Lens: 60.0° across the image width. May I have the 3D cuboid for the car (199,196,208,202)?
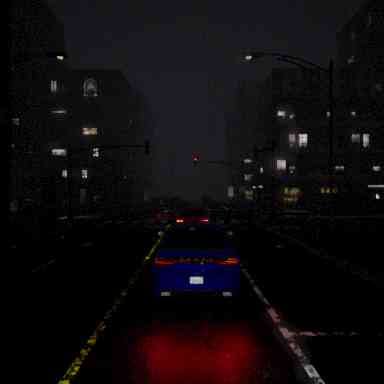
[{"bbox_3d":[2.583,1.607,74.582,1.802,1.307,4.206,0,0,0],"label":"car"}]

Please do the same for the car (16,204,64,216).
[{"bbox_3d":[-14.641,1.811,32.105,4.181,1.385,1.994,-1,0,0],"label":"car"}]

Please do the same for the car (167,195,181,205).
[{"bbox_3d":[-3.163,1.366,58.692,2.097,1.767,4.553,0,0,0],"label":"car"}]

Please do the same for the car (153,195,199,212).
[{"bbox_3d":[-1.766,1.497,38.626,2.128,1.511,4.902,-1,0,34],"label":"car"}]

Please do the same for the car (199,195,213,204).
[{"bbox_3d":[2.607,1.454,57.535,1.967,1.590,4.097,0,0,0],"label":"car"}]

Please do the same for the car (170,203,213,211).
[{"bbox_3d":[0.072,1.525,17.952,1.812,1.442,4.674,0,0,1],"label":"car"}]

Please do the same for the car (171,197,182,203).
[{"bbox_3d":[-3.109,1.621,68.201,1.895,1.301,4.718,0,0,0],"label":"car"}]

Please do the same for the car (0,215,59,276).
[{"bbox_3d":[-5.755,1.581,9.815,1.802,1.307,4.206,0,0,0],"label":"car"}]

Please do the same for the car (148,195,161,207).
[{"bbox_3d":[-5.765,1.577,51.838,1.947,1.339,4.313,0,0,0],"label":"car"}]

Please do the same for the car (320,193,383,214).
[{"bbox_3d":[14.651,1.027,29.805,5.009,1.841,2.192,-1,1,-1],"label":"car"}]

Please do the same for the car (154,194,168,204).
[{"bbox_3d":[-5.782,1.332,63.203,2.192,1.841,5.009,0,0,0],"label":"car"}]

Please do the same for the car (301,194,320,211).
[{"bbox_3d":[14.732,1.203,35.614,4.892,1.490,1.837,-1,0,-1],"label":"car"}]

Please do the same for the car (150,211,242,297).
[{"bbox_3d":[0.090,1.477,8.612,1.882,1.535,5.008,0,0,0],"label":"car"}]

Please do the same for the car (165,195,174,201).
[{"bbox_3d":[-5.814,1.475,85.934,1.967,1.590,4.097,0,0,0],"label":"car"}]

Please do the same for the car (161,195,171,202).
[{"bbox_3d":[-5.798,1.465,74.568,1.967,1.590,4.097,0,0,0],"label":"car"}]

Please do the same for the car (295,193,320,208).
[{"bbox_3d":[14.505,1.012,38.183,5.009,1.841,2.192,-1,1,-1],"label":"car"}]

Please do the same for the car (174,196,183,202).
[{"bbox_3d":[-3.114,1.616,78.539,1.895,1.301,4.718,0,0,0],"label":"car"}]

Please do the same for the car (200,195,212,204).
[{"bbox_3d":[2.599,1.457,63.217,1.967,1.590,4.097,0,0,0],"label":"car"}]
